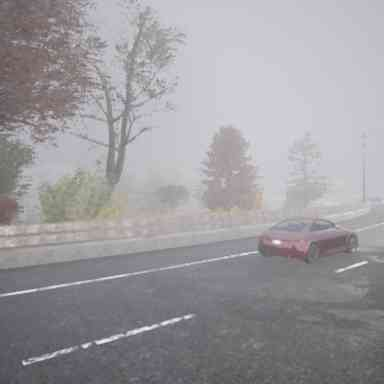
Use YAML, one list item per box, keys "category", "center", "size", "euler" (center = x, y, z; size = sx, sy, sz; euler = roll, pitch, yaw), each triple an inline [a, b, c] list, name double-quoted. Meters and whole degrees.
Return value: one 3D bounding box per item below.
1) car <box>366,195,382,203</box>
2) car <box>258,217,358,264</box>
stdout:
- category: "car"
  center: [37.986, 1.415, 69.585]
  size: [1.882, 1.535, 5.008]
  euler: [0, 0, 10]
- category: "car"
  center: [4.275, 1.590, 12.057]
  size: [4.181, 1.385, 1.994]
  euler: [0, 0, -40]
